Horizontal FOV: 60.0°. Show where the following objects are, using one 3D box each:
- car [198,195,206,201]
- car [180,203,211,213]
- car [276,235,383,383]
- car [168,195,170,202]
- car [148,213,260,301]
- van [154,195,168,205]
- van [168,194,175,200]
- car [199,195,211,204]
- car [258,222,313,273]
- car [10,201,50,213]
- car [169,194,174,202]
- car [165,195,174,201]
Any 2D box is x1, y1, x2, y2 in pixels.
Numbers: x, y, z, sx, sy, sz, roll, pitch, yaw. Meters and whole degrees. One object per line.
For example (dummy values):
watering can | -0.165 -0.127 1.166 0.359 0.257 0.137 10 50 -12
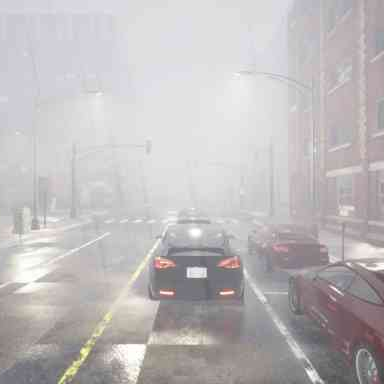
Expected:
car | 2.558 1.597 87.848 1.947 1.339 4.313 1 0 0
car | 0.072 1.552 17.648 2.033 1.411 5.357 0 0 -1
car | 2.660 1.583 4.677 1.802 1.307 4.206 1 0 0
car | -5.785 1.603 65.264 1.802 1.307 4.206 1 0 0
car | 0.086 1.506 8.376 2.163 1.488 4.792 0 0 0
van | -5.773 1.359 59.612 1.690 1.788 3.998 1 0 0
van | -5.828 1.376 93.526 1.690 1.788 3.998 1 0 0
car | 2.604 1.544 59.757 1.752 1.417 4.829 1 0 0
car | 2.820 1.585 10.333 1.802 1.307 4.206 1 0 0
car | -18.774 1.730 38.681 4.313 1.339 1.947 0 -1 0
car | -5.804 1.607 76.568 1.802 1.307 4.206 1 0 0
car | -5.822 1.582 87.873 2.008 1.369 4.403 1 0 0
